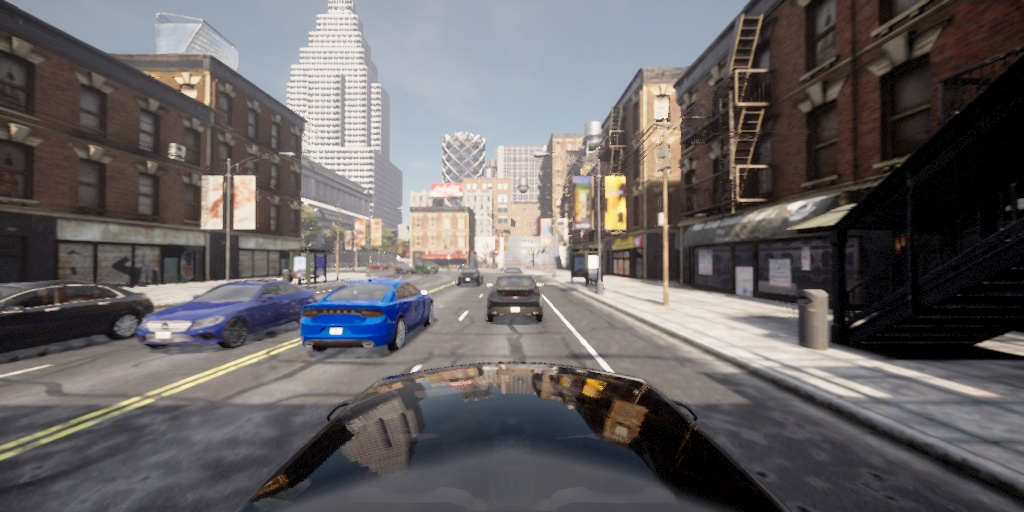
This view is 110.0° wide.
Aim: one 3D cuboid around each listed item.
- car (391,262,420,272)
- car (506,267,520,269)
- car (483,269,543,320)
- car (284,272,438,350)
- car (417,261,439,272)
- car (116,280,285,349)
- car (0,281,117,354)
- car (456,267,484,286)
[{"bbox_3d":[-15.489,2.000,51.964,2.033,1.411,5.357,1,-1,-32],"label":"car"},{"bbox_3d":[0.081,1.670,29.991,1.812,1.442,4.674,0,-1,0],"label":"car"},{"bbox_3d":[0.098,1.417,13.351,1.837,1.490,4.892,0,-1,0],"label":"car"},{"bbox_3d":[-3.403,1.335,9.411,1.882,1.535,5.008,0,-1,0],"label":"car"},{"bbox_3d":[-12.956,1.710,54.403,2.150,2.045,5.566,1,-1,-33],"label":"car"},{"bbox_3d":[-7.101,1.387,9.640,1.812,1.442,4.674,0,-1,0],"label":"car"},{"bbox_3d":[-10.602,1.338,7.649,1.837,1.490,4.892,0,-1,0],"label":"car"},{"bbox_3d":[-3.405,1.671,29.989,1.812,1.442,4.674,0,-1,0],"label":"car"}]
